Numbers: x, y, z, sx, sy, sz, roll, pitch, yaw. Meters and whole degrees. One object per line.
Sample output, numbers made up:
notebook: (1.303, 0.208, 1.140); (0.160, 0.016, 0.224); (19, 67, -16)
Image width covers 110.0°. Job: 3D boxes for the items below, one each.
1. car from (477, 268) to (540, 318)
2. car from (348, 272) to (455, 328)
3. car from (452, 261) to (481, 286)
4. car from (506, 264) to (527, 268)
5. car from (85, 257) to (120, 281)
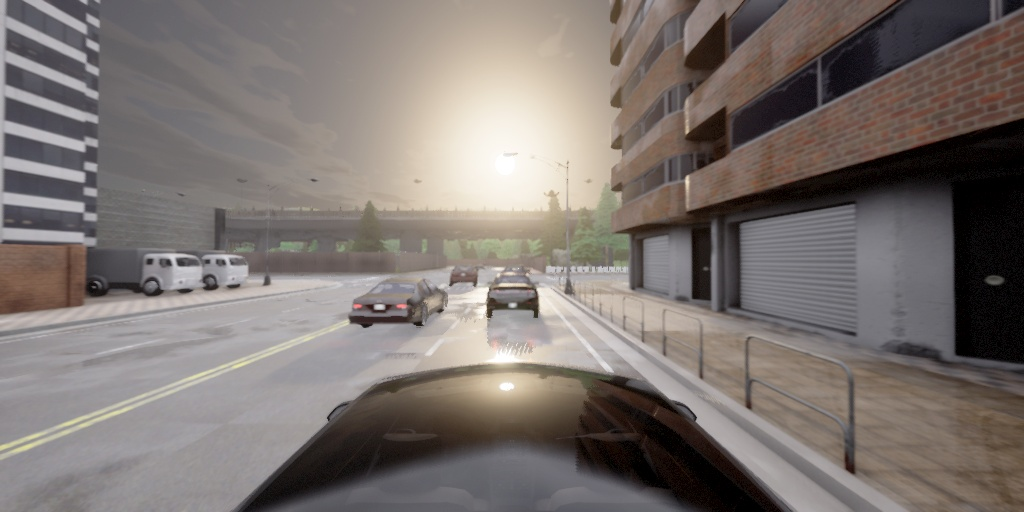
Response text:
car: (0.044, 1.392, 13.860); (2.128, 1.511, 4.902); (0, -1, 1)
car: (-3.476, 1.425, 11.958); (2.033, 1.411, 5.357); (0, -1, 1)
car: (-3.805, 1.440, 29.030); (2.097, 1.767, 4.553); (0, -1, -4)
car: (0.452, 1.440, 29.008); (2.097, 1.767, 4.553); (0, -1, 8)
car: (-46.848, 1.380, 38.975); (5.566, 2.045, 2.150); (0, -1, 0)
